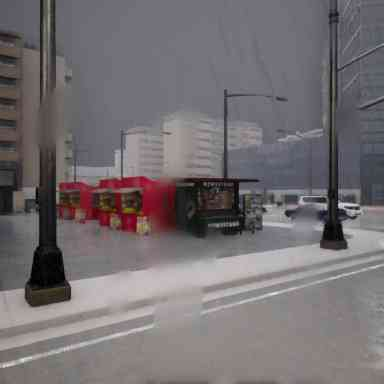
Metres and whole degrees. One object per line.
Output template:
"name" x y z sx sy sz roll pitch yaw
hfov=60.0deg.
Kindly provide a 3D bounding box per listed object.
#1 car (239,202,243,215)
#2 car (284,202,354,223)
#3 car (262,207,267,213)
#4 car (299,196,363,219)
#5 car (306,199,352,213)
"car" 3.984 1.768 34.457 2.033 1.411 5.357 0 -1 -37
"car" 9.836 1.704 26.432 1.895 1.301 4.718 0 -1 -37
"car" 5.953 1.789 37.708 2.033 1.411 5.357 0 -1 -36
"car" 11.980 1.339 29.416 2.150 2.045 5.566 0 -1 -36
"car" 16.806 1.685 40.971 2.128 1.511 4.902 0 -1 -36
